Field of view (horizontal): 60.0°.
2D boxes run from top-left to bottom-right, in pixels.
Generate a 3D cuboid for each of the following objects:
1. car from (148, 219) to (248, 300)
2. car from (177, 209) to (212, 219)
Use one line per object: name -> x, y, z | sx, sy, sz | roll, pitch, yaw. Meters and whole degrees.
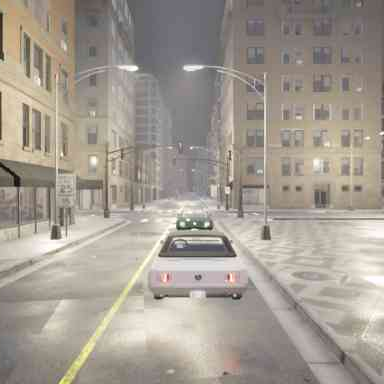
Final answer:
car -> 0.115, 1.600, 8.354 | 1.895, 1.301, 4.718 | 0, 0, 0
car -> 0.133, 1.599, 18.589 | 1.895, 1.301, 4.718 | 0, 0, 0
